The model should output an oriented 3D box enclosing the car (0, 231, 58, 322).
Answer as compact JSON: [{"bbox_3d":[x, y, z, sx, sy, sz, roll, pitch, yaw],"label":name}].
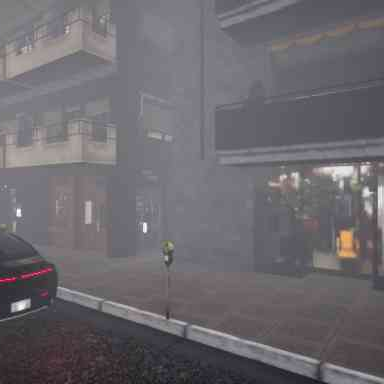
[{"bbox_3d":[-4.610,1.505,6.543,4.892,1.490,1.837,0,0,35],"label":"car"}]
